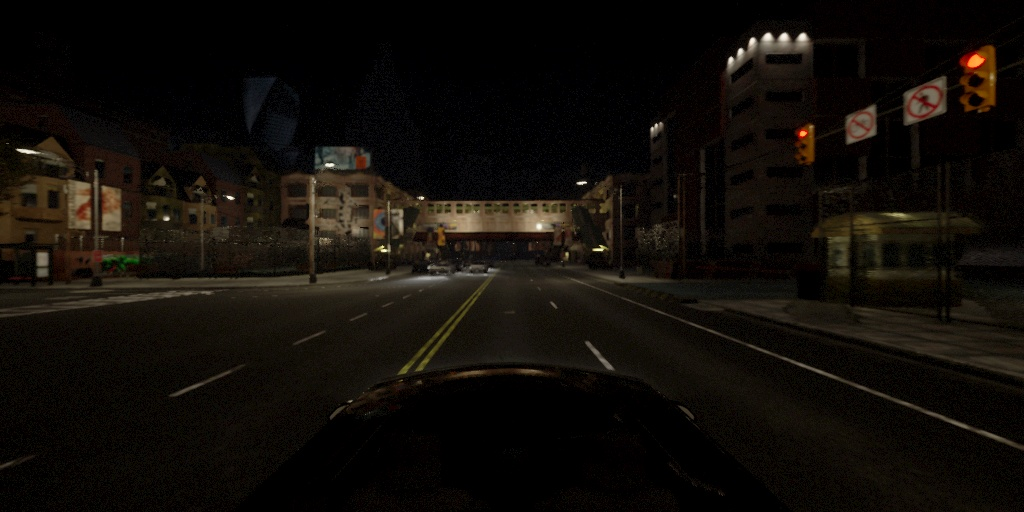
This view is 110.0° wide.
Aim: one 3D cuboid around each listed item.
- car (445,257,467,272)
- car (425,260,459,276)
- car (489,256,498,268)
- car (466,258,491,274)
[{"bbox_3d":[-7.229,1.282,45.324,1.812,1.442,4.674,0,1,-1],"label":"car"},{"bbox_3d":[-7.277,1.356,37.806,1.895,1.301,4.718,0,0,3],"label":"car"},{"bbox_3d":[-3.866,1.220,58.193,2.128,1.511,4.902,0,0,0],"label":"car"},{"bbox_3d":[-3.810,1.266,41.163,1.812,1.442,4.674,0,0,0],"label":"car"}]
